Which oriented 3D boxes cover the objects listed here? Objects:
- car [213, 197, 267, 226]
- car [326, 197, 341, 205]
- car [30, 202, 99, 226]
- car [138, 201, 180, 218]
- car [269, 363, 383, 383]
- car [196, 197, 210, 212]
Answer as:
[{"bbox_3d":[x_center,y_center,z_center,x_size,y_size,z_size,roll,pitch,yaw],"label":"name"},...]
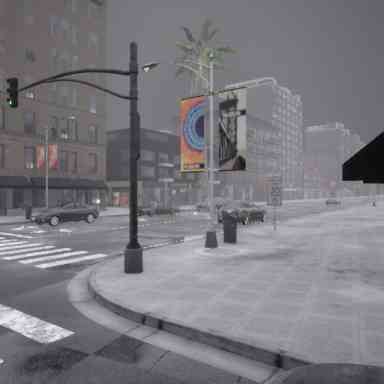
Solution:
[{"bbox_3d":[3.781,1.393,24.291,2.097,1.767,4.553,0,0,35],"label":"car"},{"bbox_3d":[26.381,1.711,62.054,1.994,1.385,4.181,0,0,35],"label":"car"},{"bbox_3d":[-8.905,1.520,23.555,1.837,1.490,4.892,0,0,35],"label":"car"},{"bbox_3d":[-3.286,1.580,31.536,2.033,1.411,5.357,0,0,35],"label":"car"},{"bbox_3d":[2.218,1.551,1.268,4.403,1.369,2.008,0,0,35],"label":"car"},{"bbox_3d":[2.361,1.404,39.546,2.097,1.767,4.553,0,0,35],"label":"car"}]
